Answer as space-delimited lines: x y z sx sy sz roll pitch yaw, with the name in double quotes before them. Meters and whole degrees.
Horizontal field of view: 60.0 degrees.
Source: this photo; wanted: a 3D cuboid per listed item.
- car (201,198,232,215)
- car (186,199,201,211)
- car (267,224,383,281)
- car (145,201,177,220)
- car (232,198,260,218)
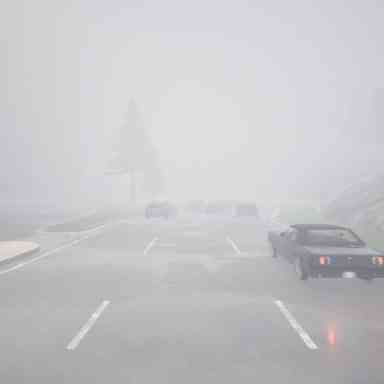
"car" 2.557 1.526 34.228 1.812 1.442 4.674 0 0 15
"car" 0.760 1.564 40.824 1.994 1.385 4.181 0 0 17
"car" 3.603 1.601 9.819 1.895 1.301 4.718 0 0 0
"car" -2.536 1.489 28.130 2.128 1.511 4.902 0 0 9
"car" 5.135 1.477 30.411 1.882 1.535 5.008 0 0 13
